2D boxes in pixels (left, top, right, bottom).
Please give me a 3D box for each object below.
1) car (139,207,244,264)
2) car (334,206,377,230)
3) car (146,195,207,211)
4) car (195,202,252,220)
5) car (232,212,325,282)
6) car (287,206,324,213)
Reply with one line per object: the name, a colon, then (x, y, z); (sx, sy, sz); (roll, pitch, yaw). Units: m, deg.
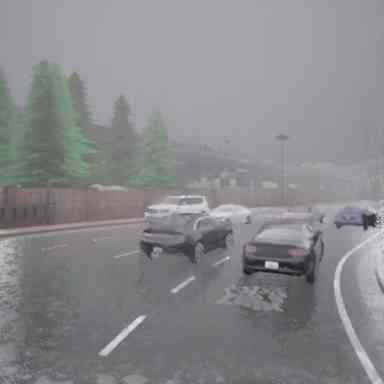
car: (0.029, 1.516, 12.038); (2.128, 1.511, 4.902); (0, 0, 26)
car: (10.860, 1.648, 22.017); (2.033, 1.411, 5.357); (0, 0, 36)
car: (-0.922, 1.265, 24.020); (2.150, 2.045, 5.566); (0, 0, 37)
car: (2.484, 1.582, 22.734); (1.812, 1.442, 4.674); (0, 0, 37)
car: (2.827, 1.561, 9.936); (1.812, 1.442, 4.674); (0, 0, 24)
car: (8.185, 1.692, 24.265); (1.895, 1.301, 4.718); (0, 0, 36)
